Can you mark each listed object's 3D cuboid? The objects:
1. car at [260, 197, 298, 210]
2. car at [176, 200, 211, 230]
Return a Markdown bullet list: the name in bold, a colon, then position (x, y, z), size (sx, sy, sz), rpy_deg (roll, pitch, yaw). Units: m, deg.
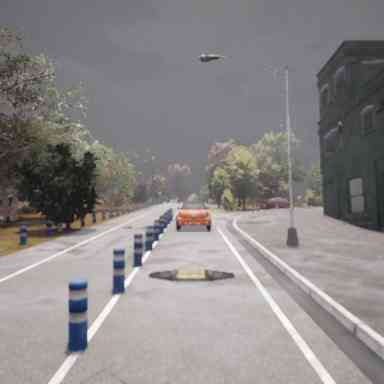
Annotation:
- **car**: position (9.999, 1.380, 37.970), size (5.008, 1.535, 1.882), rpy_deg (1, -7, -34)
- **car**: position (0.098, 1.382, 21.683), size (2.097, 1.767, 4.553), rpy_deg (0, 0, 0)
